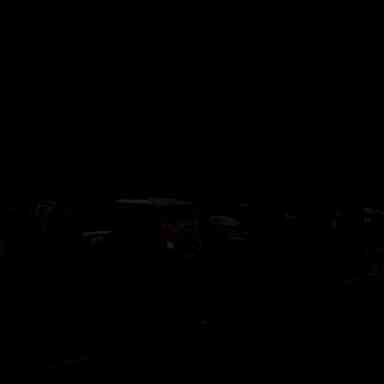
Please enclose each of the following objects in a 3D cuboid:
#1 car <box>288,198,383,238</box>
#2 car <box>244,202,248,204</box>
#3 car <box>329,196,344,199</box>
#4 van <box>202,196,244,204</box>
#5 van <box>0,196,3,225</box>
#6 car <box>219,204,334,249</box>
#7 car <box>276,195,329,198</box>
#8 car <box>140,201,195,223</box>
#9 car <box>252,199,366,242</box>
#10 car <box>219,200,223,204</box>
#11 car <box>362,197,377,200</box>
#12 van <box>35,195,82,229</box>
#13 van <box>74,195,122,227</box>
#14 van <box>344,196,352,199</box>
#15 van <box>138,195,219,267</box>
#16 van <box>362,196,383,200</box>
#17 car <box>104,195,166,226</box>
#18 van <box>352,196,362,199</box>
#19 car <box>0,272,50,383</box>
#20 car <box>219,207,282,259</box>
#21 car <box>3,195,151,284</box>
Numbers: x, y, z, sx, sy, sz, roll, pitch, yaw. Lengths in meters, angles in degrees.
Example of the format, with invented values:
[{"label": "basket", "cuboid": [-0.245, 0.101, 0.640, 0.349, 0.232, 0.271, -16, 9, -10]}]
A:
[{"label": "car", "cuboid": [7.675, 1.414, 17.652, 2.185, 1.767, 4.553, 1, 0, -35]}, {"label": "car", "cuboid": [4.581, 1.625, 31.545, 2.002, 1.452, 4.674, 1, 0, -35]}, {"label": "car", "cuboid": [13.731, 1.427, 38.019, 2.435, 2.045, 5.566, 1, 0, -35]}, {"label": "van", "cuboid": [2.259, 1.337, 30.033, 1.878, 1.987, 4.442, 1, 0, -35]}, {"label": "van", "cuboid": [-11.154, 1.199, 20.203, 1.878, 1.987, 4.442, 0, 0, -35]}, {"label": "car", "cuboid": [3.135, 1.494, 14.453, 2.097, 1.535, 5.008, 1, 0, -35]}, {"label": "car", "cuboid": [11.474, 1.404, 36.413, 2.435, 2.045, 5.566, 1, 0, -35]}, {"label": "car", "cuboid": [-2.083, 1.518, 26.793, 2.097, 1.535, 5.008, 1, 0, -35]}, {"label": "car", "cuboid": [5.413, 1.391, 16.042, 2.185, 1.767, 4.553, 1, 0, -35]}, {"label": "car", "cuboid": [0.172, 1.581, 28.402, 2.002, 1.452, 4.674, 1, 0, -35]}, {"label": "car", "cuboid": [20.481, 1.746, 42.862, 2.097, 1.535, 5.008, 1, 0, -35]}, {"label": "van", "cuboid": [-8.924, 1.223, 22.075, 1.878, 1.987, 4.442, 1, 0, -35]}, {"label": "van", "cuboid": [-6.769, 1.245, 23.609, 1.878, 1.987, 4.442, 1, 0, -35]}, {"label": "van", "cuboid": [16.039, 1.475, 39.552, 1.878, 1.987, 4.442, 1, 0, -35]}, {"label": "van", "cuboid": [-1.323, 1.222, 11.145, 1.878, 1.987, 4.442, 1, 0, -35]}, {"label": "van", "cuboid": [22.818, 1.546, 44.386, 1.878, 1.987, 4.442, 1, 0, -36]}, {"label": "car", "cuboid": [-4.427, 1.243, 25.097, 2.435, 2.045, 5.566, 1, 0, -35]}, {"label": "van", "cuboid": [18.161, 1.498, 41.348, 1.878, 1.987, 4.442, 1, 0, -35]}, {"label": "car", "cuboid": [-2.902, 1.566, 1.616, 4.181, 1.385, 1.994, 0, 0, -35]}, {"label": "car", "cuboid": [0.868, 1.511, 12.850, 2.002, 1.452, 4.674, 1, 0, -35]}, {"label": "car", "cuboid": [-3.668, 1.174, 9.653, 2.435, 2.045, 5.566, 1, 0, -35]}]
